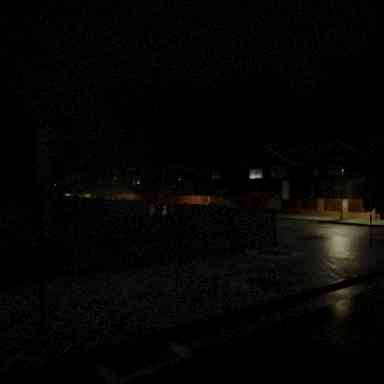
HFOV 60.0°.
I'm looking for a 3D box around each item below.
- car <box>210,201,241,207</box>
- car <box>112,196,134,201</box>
[{"bbox_3d":[2.529,1.408,24.525,1.812,1.442,4.674,0,0,-35],"label":"car"},{"bbox_3d":[-8.123,1.274,39.733,1.882,1.535,5.008,0,0,-35],"label":"car"}]
